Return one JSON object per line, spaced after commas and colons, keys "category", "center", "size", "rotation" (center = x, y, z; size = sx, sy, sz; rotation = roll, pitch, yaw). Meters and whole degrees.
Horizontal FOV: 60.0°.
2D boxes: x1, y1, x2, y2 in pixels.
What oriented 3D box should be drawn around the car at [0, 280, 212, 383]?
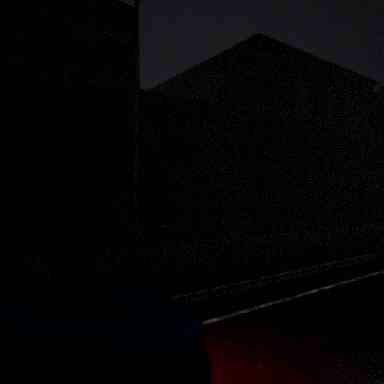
{"category": "car", "center": [-2.166, 1.477, 2.140], "size": [5.008, 1.535, 1.882], "rotation": [0, 0, -36]}
